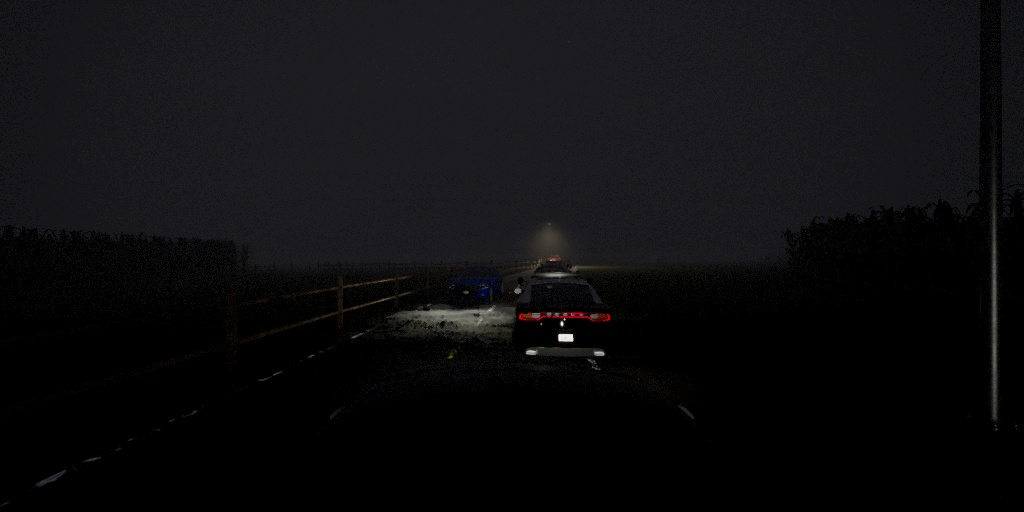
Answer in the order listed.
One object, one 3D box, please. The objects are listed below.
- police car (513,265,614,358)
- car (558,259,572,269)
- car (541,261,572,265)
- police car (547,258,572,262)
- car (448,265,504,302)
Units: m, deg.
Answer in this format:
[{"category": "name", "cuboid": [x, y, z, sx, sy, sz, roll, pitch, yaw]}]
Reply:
[{"category": "police car", "cuboid": [1.063, 1.173, 8.632, 1.930, 1.638, 5.238, 0, 0, 3]}, {"category": "car", "cuboid": [8.316, 1.259, 55.891, 1.994, 1.385, 4.181, 0, 0, 12]}, {"category": "car", "cuboid": [1.981, 1.218, 18.326, 1.882, 1.535, 5.008, 0, 0, 7]}, {"category": "police car", "cuboid": [2.874, 1.159, 24.279, 1.930, 1.638, 5.238, 0, 0, 10]}, {"category": "car", "cuboid": [-1.600, 1.220, 17.211, 1.882, 1.535, 5.008, 0, 0, 7]}]
